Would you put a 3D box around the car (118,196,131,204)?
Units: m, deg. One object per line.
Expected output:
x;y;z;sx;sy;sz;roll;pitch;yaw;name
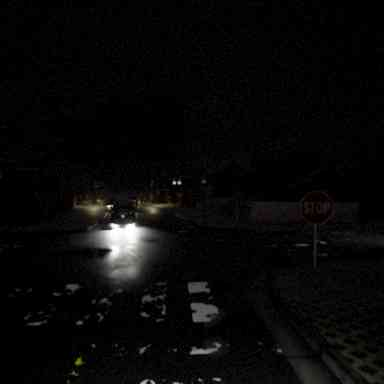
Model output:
-13.399;1.487;65.880;2.128;1.511;4.902;0;0;-16;car

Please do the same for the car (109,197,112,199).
-13.677;1.575;57.455;1.994;1.385;4.181;0;0;-18;car

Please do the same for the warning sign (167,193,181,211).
-1.975;1.098;36.871;1.300;1.860;1.060;1;1;-13;warning sign

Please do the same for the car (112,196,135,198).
-8.093;1.487;38.785;1.882;1.535;5.008;0;0;-15;car

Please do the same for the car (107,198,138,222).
-5.447;1.499;26.471;2.128;1.511;4.902;0;0;-10;car
